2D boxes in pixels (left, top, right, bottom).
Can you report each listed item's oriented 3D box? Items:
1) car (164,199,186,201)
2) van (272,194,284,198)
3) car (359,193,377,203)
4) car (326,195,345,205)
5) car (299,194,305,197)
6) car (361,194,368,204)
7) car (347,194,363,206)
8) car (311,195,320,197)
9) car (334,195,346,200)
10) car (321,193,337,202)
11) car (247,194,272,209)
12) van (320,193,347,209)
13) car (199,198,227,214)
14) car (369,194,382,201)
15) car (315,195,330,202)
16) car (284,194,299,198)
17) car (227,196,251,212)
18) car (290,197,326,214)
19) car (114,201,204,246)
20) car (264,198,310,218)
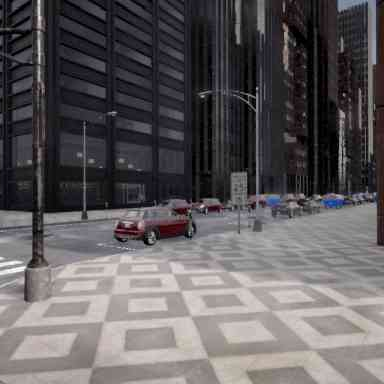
[{"bbox_3d":[-1.890,1.397,29.302,1.967,1.590,4.097,0,0,36],"label":"car"},{"bbox_3d":[11.212,1.248,47.516,1.690,1.788,3.998,0,0,36],"label":"van"},{"bbox_3d":[34.522,1.372,65.318,1.887,1.381,4.507,0,0,36],"label":"car"},{"bbox_3d":[23.797,1.339,54.970,1.882,1.535,5.008,0,0,36],"label":"car"},{"bbox_3d":[17.764,1.201,56.623,2.192,1.841,5.009,0,0,36],"label":"car"},{"bbox_3d":[27.970,1.411,56.212,1.947,1.339,4.313,0,0,36],"label":"car"},{"bbox_3d":[24.695,1.421,51.658,1.947,1.339,4.313,0,0,36],"label":"car"},{"bbox_3d":[24.316,1.307,65.731,1.967,1.590,4.097,0,0,36],"label":"car"},{"bbox_3d":[37.420,1.399,83.945,1.947,1.339,4.313,0,0,36],"label":"car"},{"bbox_3d":[30.868,1.164,74.838,2.192,1.841,5.009,0,0,36],"label":"car"},{"bbox_3d":[7.937,1.234,42.963,2.192,1.841,5.009,0,0,36],"label":"car"},{"bbox_3d":[18.143,1.218,42.552,1.690,1.788,3.998,0,0,36],"label":"van"},{"bbox_3d":[1.386,1.384,33.856,1.967,1.590,4.097,0,0,36],"label":"car"},{"bbox_3d":[41.073,1.250,74.425,1.967,1.590,4.097,0,0,36],"label":"car"},{"bbox_3d":[27.593,1.408,70.285,2.008,1.369,4.403,0,0,36],"label":"car"},{"bbox_3d":[14.489,1.211,52.070,2.192,1.841,5.009,0,0,36],"label":"car"},{"bbox_3d":[4.662,1.482,38.410,2.008,1.369,4.403,0,0,36],"label":"car"},{"bbox_3d":[11.592,1.466,33.445,1.947,1.339,4.313,0,0,36],"label":"car"},{"bbox_3d":[-1.510,1.393,15.233,1.967,1.590,4.097,0,0,36],"label":"car"},{"bbox_3d":[8.317,1.464,28.892,2.008,1.369,4.403,0,0,36],"label":"car"}]
